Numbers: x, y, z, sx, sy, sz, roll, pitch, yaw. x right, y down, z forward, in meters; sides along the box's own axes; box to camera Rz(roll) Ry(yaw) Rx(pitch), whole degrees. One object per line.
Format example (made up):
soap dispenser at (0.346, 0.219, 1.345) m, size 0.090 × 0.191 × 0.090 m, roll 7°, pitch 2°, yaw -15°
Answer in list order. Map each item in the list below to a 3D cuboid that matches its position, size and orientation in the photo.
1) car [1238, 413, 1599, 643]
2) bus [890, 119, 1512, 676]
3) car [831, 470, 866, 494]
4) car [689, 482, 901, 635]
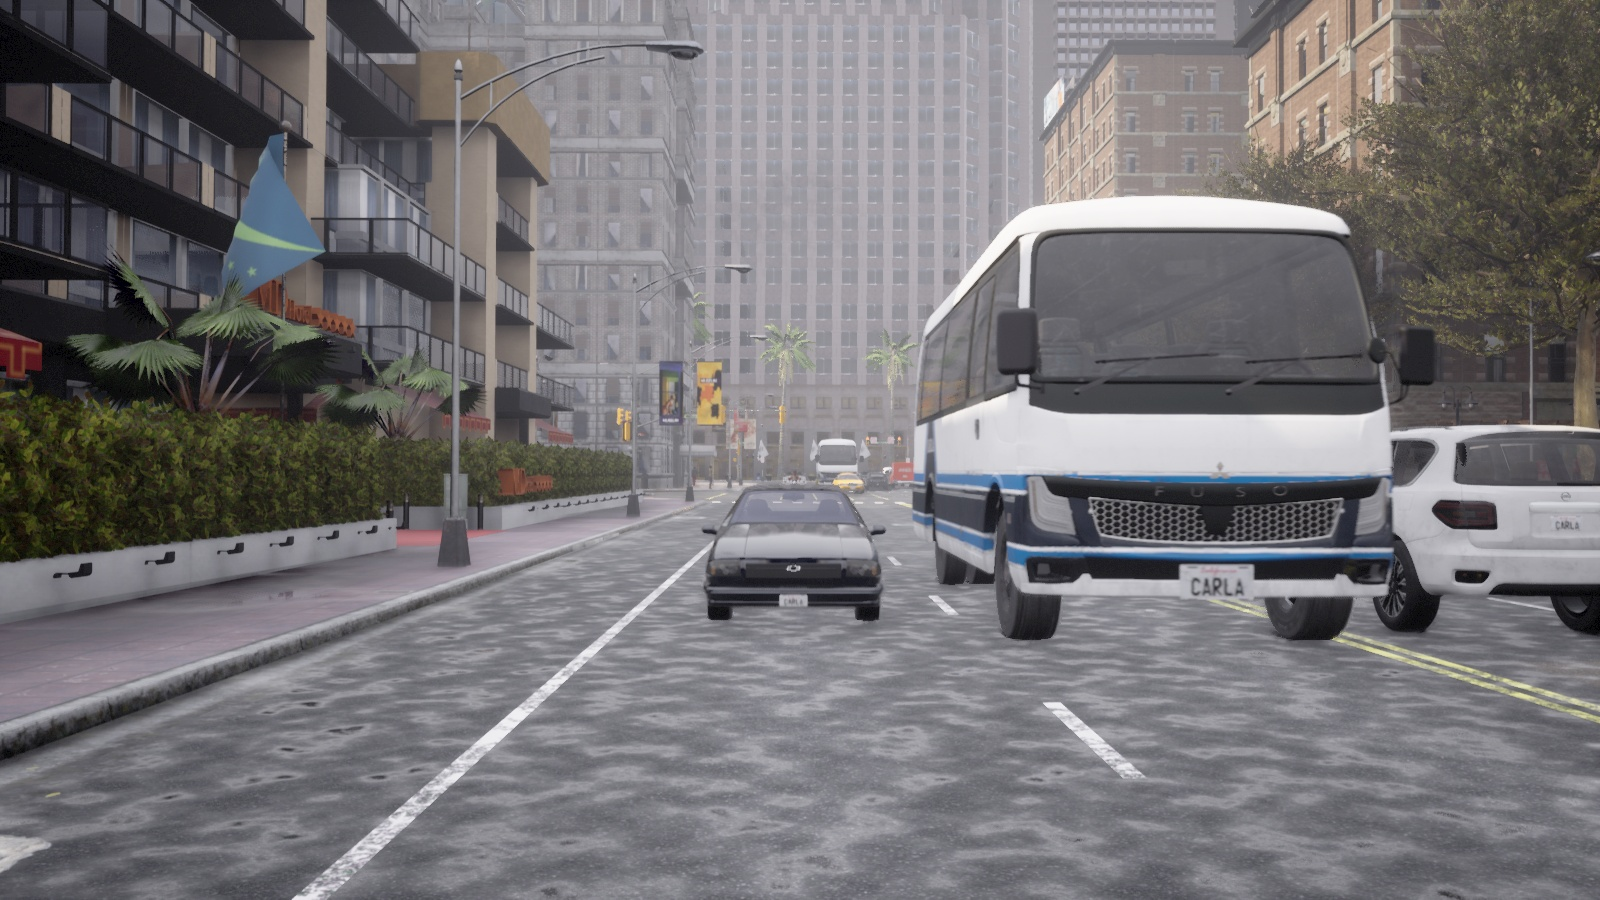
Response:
car at (6.931, 0.742, 13.983) m, size 2.150 × 2.045 × 5.566 m, roll 0°, pitch -1°, yaw 0°
bus at (3.433, -0.327, 14.745) m, size 3.944 × 4.253 × 10.273 m, roll 0°, pitch -1°, yaw 0°
car at (3.383, 2.227, 88.141) m, size 1.801 × 1.575 × 5.366 m, roll 0°, pitch -1°, yaw -5°
car at (-0.062, 1.111, 14.741) m, size 2.033 × 1.411 × 5.357 m, roll 0°, pitch -1°, yaw 0°
